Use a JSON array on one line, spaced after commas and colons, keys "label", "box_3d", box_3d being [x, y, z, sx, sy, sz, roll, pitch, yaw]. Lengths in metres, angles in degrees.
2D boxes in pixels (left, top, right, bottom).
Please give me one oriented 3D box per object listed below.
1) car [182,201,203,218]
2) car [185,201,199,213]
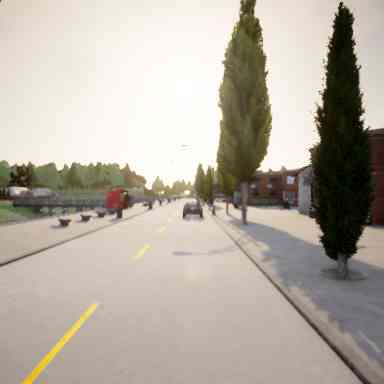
[{"label": "car", "box_3d": [0.072, 1.705, 35.109, 2.097, 1.767, 4.553, 0, -1, 0]}, {"label": "car", "box_3d": [0.060, 1.978, 45.096, 1.812, 1.442, 4.674, 0, 0, 0]}]
